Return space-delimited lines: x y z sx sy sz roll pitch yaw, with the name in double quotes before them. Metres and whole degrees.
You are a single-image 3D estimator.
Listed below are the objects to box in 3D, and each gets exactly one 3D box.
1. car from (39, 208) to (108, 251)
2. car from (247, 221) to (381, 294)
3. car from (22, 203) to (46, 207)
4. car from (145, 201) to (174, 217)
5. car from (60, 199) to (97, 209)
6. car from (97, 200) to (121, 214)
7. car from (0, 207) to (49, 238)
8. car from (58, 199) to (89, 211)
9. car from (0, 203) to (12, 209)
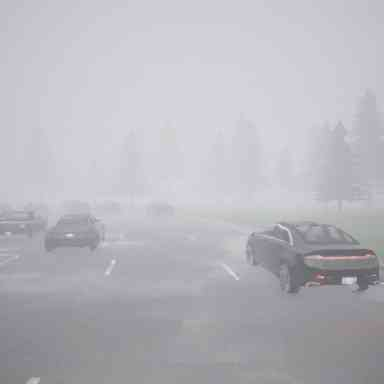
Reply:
"car" -5.039 1.639 14.707 1.994 1.385 4.181 0 0 -10
"car" 2.851 1.535 8.939 2.128 1.511 4.902 0 0 -5
"car" -17.034 1.785 35.967 1.895 1.301 4.718 0 0 -38
"car" -3.344 1.645 33.766 1.882 1.535 5.008 0 0 -23
"car" -11.884 1.665 34.477 2.128 1.511 4.902 0 -1 -31
"car" -9.567 1.680 37.657 2.128 1.511 4.902 0 0 -32
"car" -9.215 1.694 18.055 1.895 1.301 4.718 0 0 -12
"car" -16.283 1.709 45.603 5.008 1.535 1.882 0 0 43
"car" -17.762 1.722 30.811 1.994 1.385 4.181 0 0 -31
